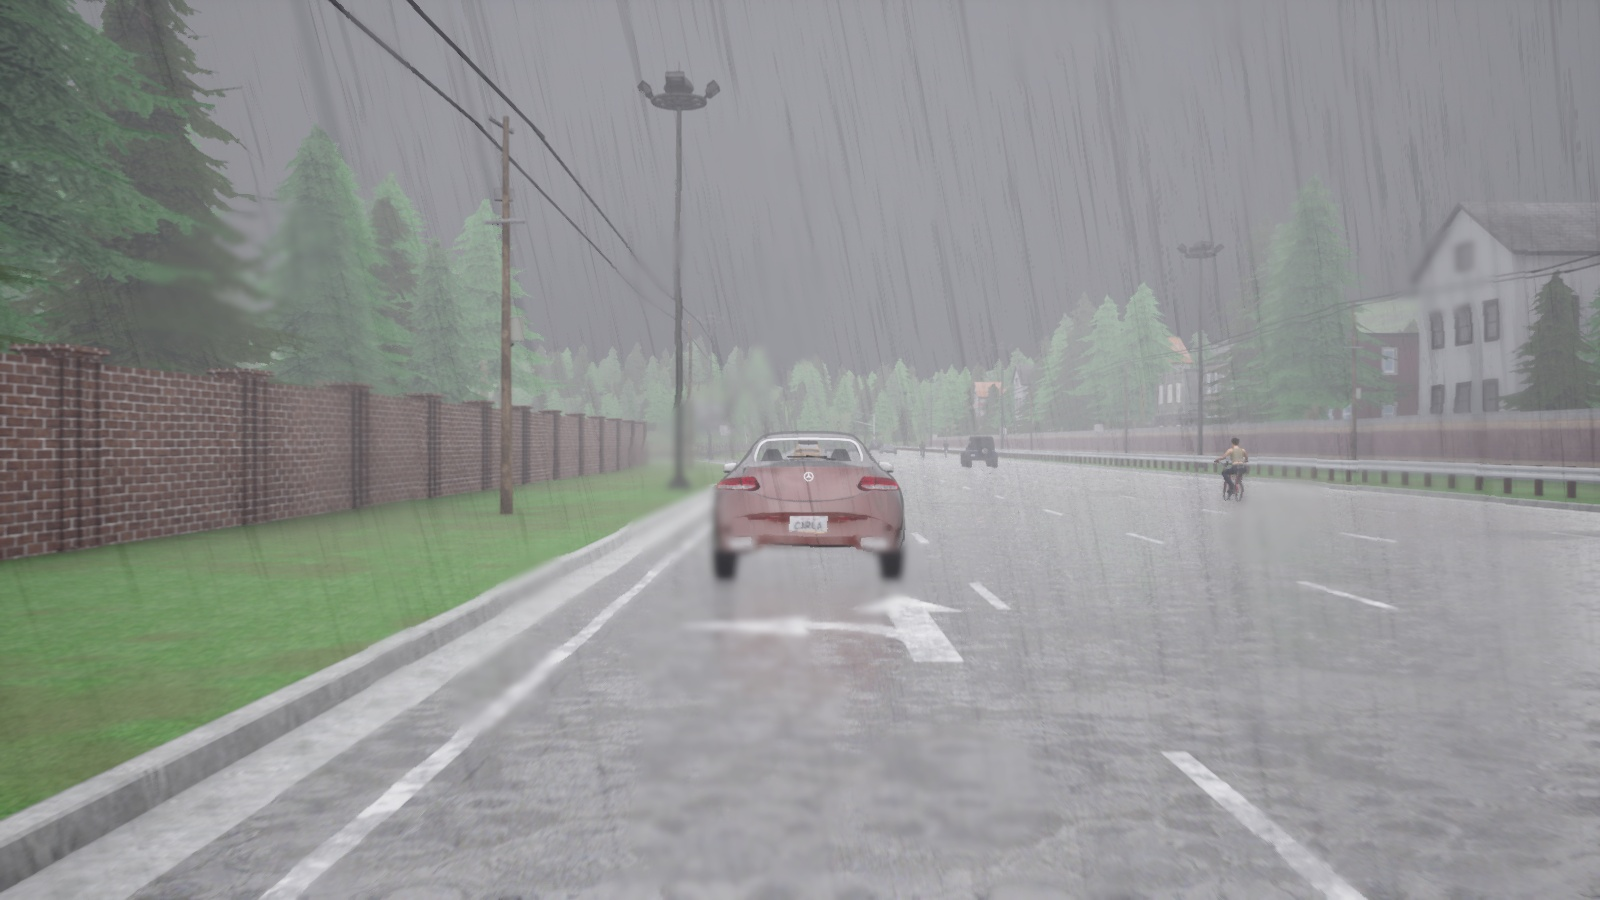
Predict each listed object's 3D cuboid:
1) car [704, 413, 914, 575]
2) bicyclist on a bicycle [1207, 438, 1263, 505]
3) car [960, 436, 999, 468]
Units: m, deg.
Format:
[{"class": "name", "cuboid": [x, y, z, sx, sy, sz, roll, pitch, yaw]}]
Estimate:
[{"class": "car", "cuboid": [0.103, 0.439, 15.359, 2.152, 1.651, 5.027, 0, 0, 0]}, {"class": "bicyclist on a bicycle", "cuboid": [10.687, 0.517, 30.931, 0.866, 1.612, 1.509, 0, 0, 1]}, {"class": "car", "cuboid": [10.954, 0.117, 76.834, 1.905, 1.878, 3.866, 0, 0, 0]}]
